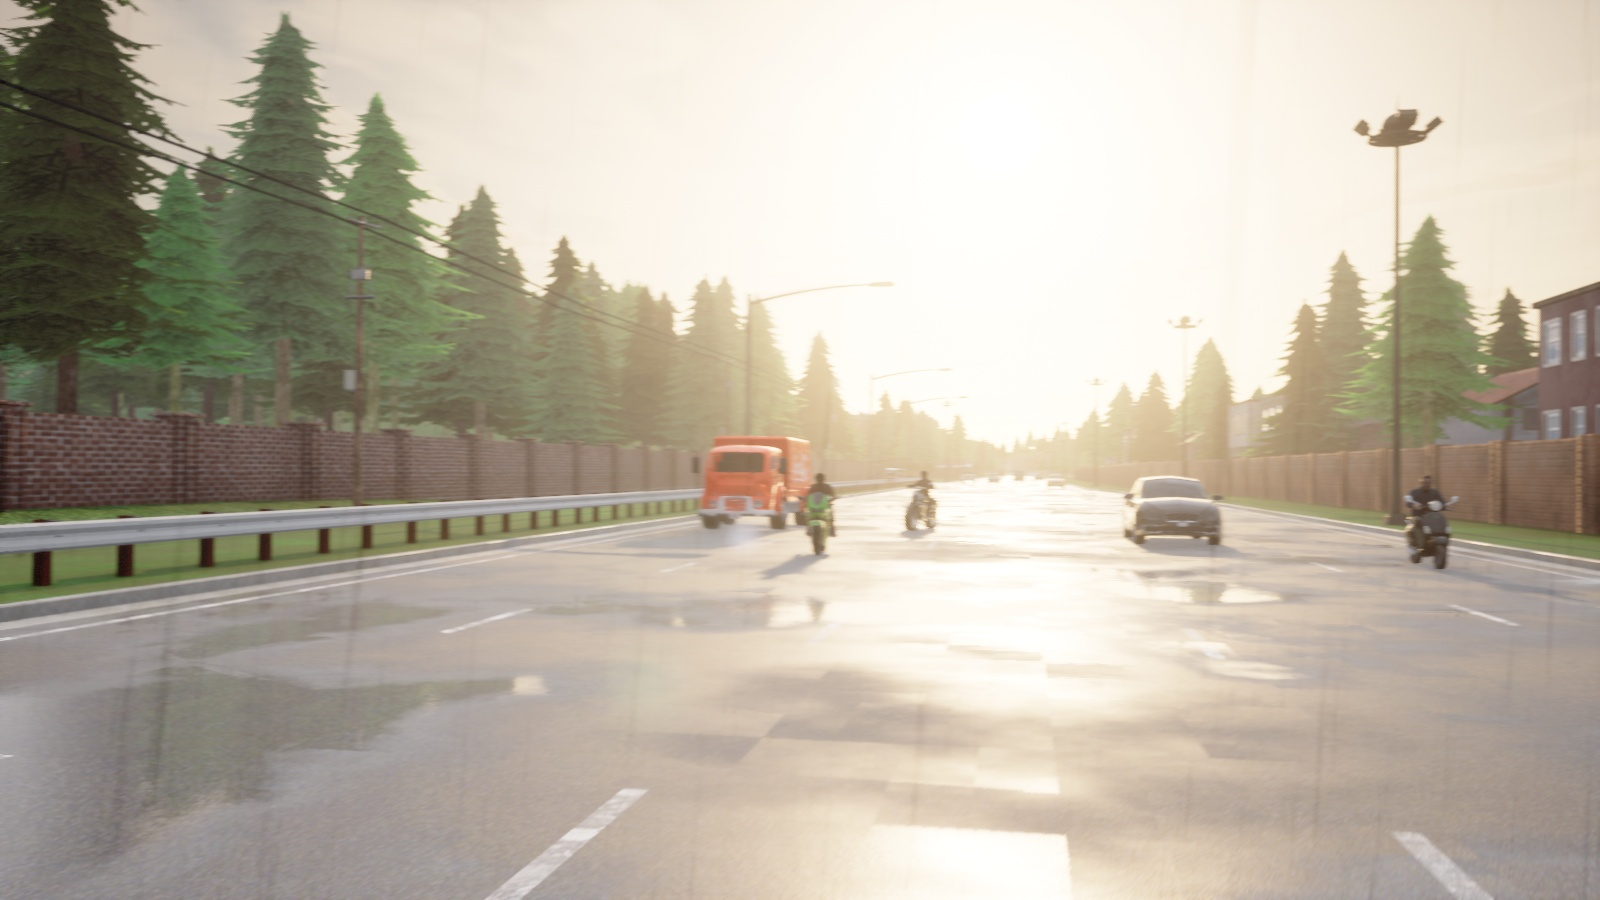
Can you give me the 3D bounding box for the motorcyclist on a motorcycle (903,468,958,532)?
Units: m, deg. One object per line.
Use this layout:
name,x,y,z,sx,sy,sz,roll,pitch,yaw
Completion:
motorcyclist on a motorcycle,3.515,1.317,33.676,0.766,1.649,2.350,0,-1,25

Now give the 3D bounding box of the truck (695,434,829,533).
truck,-0.911,0.886,34.336,2.627,2.467,5.204,0,-1,10

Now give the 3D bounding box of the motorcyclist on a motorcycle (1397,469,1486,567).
motorcyclist on a motorcycle,10.979,1.131,21.555,0.866,1.590,1.817,0,-1,10

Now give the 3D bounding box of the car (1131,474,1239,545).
car,8.790,1.301,29.021,1.837,1.490,4.892,0,-1,10

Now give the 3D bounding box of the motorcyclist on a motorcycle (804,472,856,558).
motorcyclist on a motorcycle,0.582,1.179,23.460,0.797,1.523,2.044,0,-1,6
